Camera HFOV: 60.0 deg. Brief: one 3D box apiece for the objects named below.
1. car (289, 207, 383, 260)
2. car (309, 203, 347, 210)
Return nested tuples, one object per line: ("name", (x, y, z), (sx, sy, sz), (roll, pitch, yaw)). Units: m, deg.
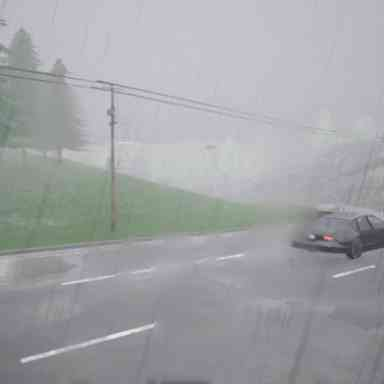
("car", (5.905, 1.487, 12.262), (5.357, 1.411, 2.033), (0, 0, -35))
("car", (8.523, 1.383, 20.286), (1.882, 1.535, 5.008), (0, 1, 42))
